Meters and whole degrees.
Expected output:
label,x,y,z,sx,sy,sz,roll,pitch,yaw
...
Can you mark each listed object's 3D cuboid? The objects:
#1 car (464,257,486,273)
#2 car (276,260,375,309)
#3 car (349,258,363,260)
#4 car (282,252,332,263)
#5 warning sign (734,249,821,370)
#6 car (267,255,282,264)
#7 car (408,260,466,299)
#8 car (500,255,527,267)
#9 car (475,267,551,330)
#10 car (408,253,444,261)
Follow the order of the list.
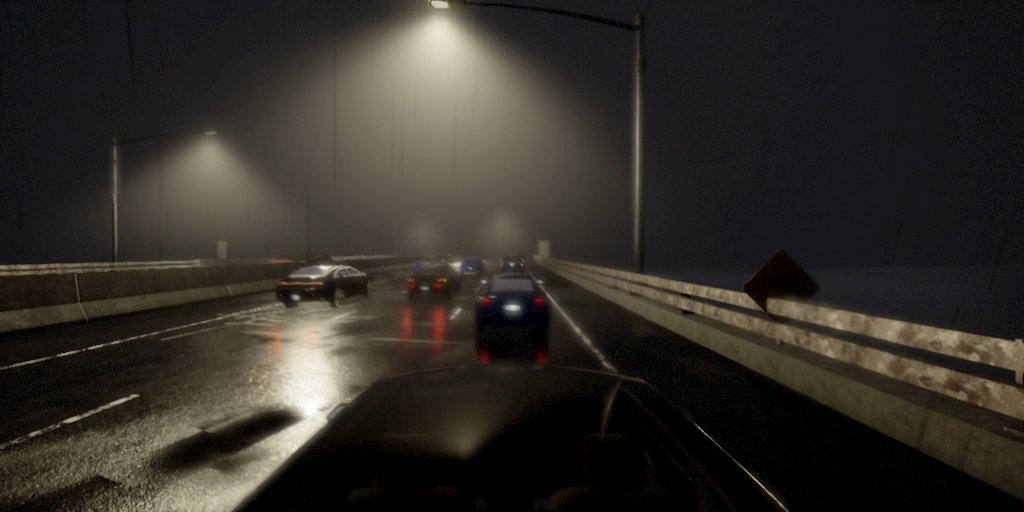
label,x,y,z,sx,sy,sz,roll,pitch,yaw
car,-3.442,0.868,32.570,1.882,1.535,5.008,0,1,0
car,-6.985,1.096,14.041,2.128,1.511,4.902,0,1,0
car,-17.555,0.875,40.117,1.994,1.385,4.181,0,1,1
car,-21.090,0.560,37.723,2.150,2.045,5.566,0,1,1
warning sign,4.511,0.813,6.013,1.300,1.860,1.060,0,0,0
car,-24.565,0.675,39.211,2.097,1.767,4.553,0,1,1
car,-3.488,1.097,16.718,1.812,1.442,4.674,0,1,0
car,0.043,0.761,30.759,2.097,1.767,4.553,0,1,0
car,0.021,1.206,10.716,1.994,1.385,4.181,0,1,0
car,-6.958,0.764,30.751,2.097,1.767,4.553,0,1,0
